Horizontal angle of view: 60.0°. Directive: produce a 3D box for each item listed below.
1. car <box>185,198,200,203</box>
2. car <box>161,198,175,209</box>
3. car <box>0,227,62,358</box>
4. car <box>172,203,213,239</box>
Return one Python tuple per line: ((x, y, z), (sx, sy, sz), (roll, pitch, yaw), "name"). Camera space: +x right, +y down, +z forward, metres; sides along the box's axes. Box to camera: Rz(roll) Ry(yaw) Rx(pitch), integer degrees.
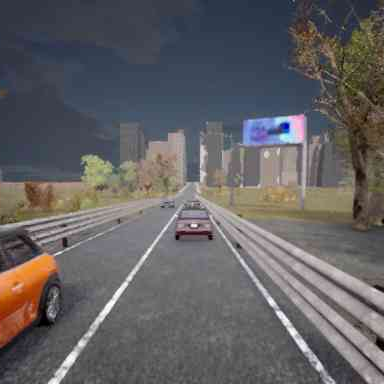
((0.065, 1.477, 42.741), (2.128, 1.511, 4.902), (0, 0, 0), "car")
((-3.289, 1.538, 46.492), (2.033, 1.411, 5.357), (0, 0, 0), "car")
((-3.351, 1.351, 3.981), (2.097, 1.767, 4.553), (0, 0, 0), "car")
((0.088, 1.541, 17.305), (2.033, 1.411, 5.357), (0, 0, 0), "car")
